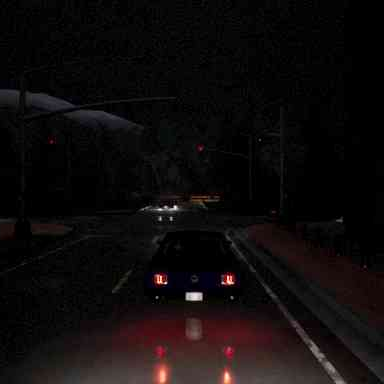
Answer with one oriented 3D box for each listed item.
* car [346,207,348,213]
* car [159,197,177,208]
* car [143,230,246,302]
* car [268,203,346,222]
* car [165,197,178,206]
[{"bbox_3d":[16.232,1.616,29.688,4.718,1.301,1.895,0,0,-1],"label":"car"},{"bbox_3d":[-3.561,1.526,47.302,1.812,1.442,4.674,0,0,0],"label":"car"},{"bbox_3d":[0.063,1.601,8.230,1.895,1.301,4.718,0,0,0],"label":"car"},{"bbox_3d":[8.683,1.564,25.884,5.357,1.411,2.033,0,0,-1],"label":"car"},{"bbox_3d":[-3.541,1.601,57.314,1.895,1.301,4.718,0,0,0],"label":"car"}]
